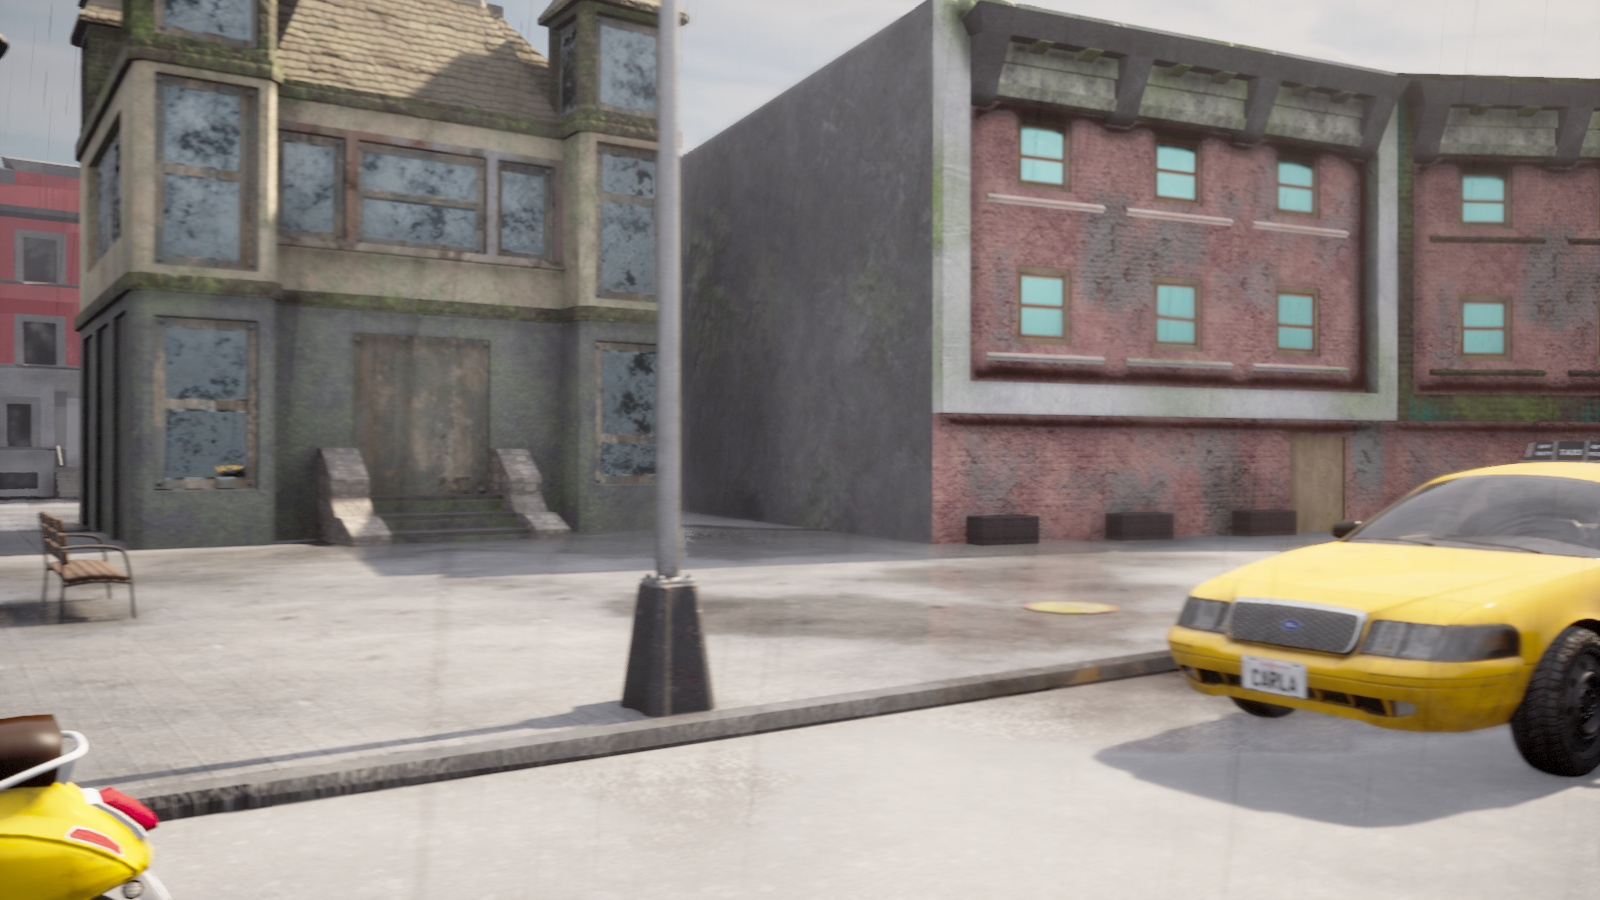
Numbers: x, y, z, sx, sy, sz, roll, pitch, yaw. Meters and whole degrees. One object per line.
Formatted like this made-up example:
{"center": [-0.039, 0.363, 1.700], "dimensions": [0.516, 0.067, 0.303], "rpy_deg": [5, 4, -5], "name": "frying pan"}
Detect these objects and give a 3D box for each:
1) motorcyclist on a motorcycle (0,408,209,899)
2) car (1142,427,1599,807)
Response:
{"center": [-2.319, 0.710, 2.652], "dimensions": [1.817, 1.590, 0.866], "rpy_deg": [0, 0, -35], "name": "motorcyclist on a motorcycle"}
{"center": [4.537, 0.693, 7.474], "dimensions": [5.366, 1.575, 1.801], "rpy_deg": [0, 0, -35], "name": "car"}
